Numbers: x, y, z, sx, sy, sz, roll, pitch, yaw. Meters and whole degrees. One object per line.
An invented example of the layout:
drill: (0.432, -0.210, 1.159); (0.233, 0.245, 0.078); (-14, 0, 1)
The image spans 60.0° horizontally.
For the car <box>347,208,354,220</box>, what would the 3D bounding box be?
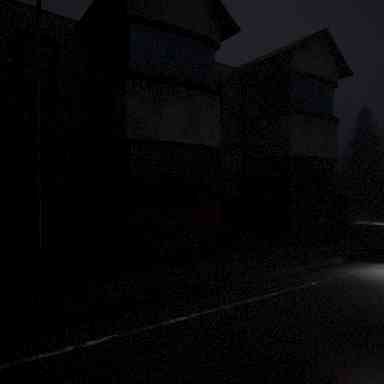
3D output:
car: (10.604, 1.491, 27.091); (2.128, 1.511, 4.902); (0, 0, -35)
